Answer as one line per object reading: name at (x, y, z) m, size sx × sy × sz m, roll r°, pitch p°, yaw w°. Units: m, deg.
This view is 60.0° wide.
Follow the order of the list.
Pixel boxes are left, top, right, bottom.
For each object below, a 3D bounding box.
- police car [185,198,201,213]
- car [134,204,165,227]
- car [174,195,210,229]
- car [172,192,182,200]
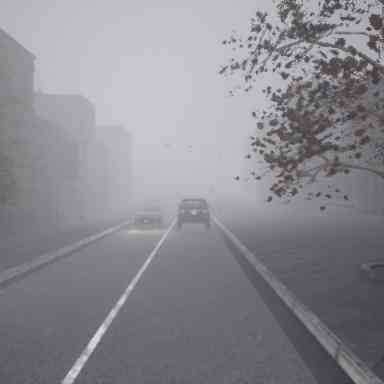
police car at (0.140, 1.672, 41.905) m, size 1.930 × 1.638 × 5.238 m, roll 0°, pitch 1°, yaw 0°
car at (-3.075, 1.703, 24.930) m, size 1.882 × 1.535 × 5.008 m, roll 0°, pitch -1°, yaw 0°
car at (0.114, 1.434, 23.444) m, size 2.150 × 2.045 × 5.566 m, roll 0°, pitch 0°, yaw 0°
car at (-2.945, 0.729, 66.302) m, size 2.033 × 1.411 × 5.357 m, roll 0°, pitch 3°, yaw 0°
